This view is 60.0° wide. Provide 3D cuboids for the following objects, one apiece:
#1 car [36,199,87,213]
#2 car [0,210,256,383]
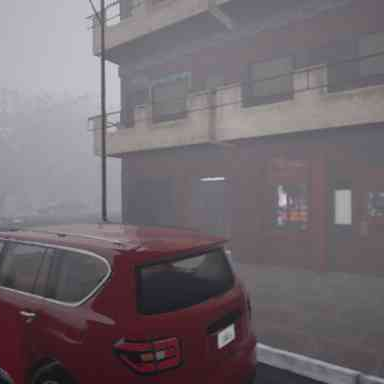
[{"bbox_3d":[-12.822,1.512,32.869,1.882,1.535,5.008,-1,0,37],"label":"car"},{"bbox_3d":[-1.652,1.315,4.236,5.009,1.841,2.192,0,-1,36],"label":"car"}]
